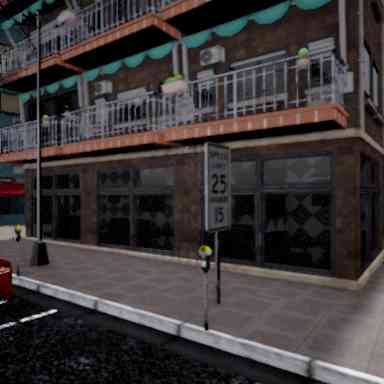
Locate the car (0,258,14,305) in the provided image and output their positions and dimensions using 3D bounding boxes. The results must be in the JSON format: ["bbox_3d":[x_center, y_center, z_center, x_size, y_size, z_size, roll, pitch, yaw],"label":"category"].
[{"bbox_3d":[-5.384,1.548,6.722,4.507,1.381,1.887,0,-1,35],"label":"car"}]
